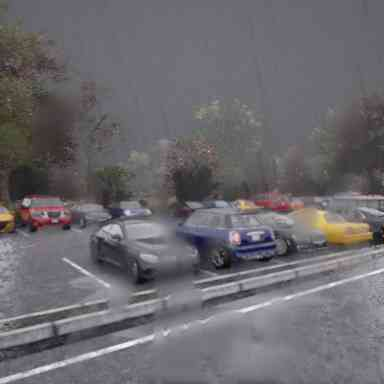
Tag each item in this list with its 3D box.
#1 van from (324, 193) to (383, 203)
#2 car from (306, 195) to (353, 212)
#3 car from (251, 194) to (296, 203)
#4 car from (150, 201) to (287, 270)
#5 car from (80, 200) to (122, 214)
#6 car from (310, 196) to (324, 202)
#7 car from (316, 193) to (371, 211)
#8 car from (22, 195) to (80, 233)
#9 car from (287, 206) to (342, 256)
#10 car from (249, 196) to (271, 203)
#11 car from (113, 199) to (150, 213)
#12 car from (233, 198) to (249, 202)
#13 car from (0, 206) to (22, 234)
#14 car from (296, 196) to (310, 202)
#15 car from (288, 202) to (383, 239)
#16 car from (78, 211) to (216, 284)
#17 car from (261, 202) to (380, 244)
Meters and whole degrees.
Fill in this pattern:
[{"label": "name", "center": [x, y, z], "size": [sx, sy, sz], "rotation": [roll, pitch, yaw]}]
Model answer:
[{"label": "van", "center": [9.811, 1.218, 17.927], "size": [1.878, 1.987, 4.442], "rotation": [0, 0, -35]}, {"label": "car", "center": [15.700, 1.241, 38.299], "size": [2.185, 1.767, 4.553], "rotation": [0, 0, -35]}, {"label": "car", "center": [6.609, 1.167, 31.862], "size": [2.435, 2.045, 5.566], "rotation": [0, 0, -35]}, {"label": "car", "center": [0.673, 1.367, 11.565], "size": [2.185, 1.767, 4.553], "rotation": [0, 0, -35]}, {"label": "car", "center": [-6.916, 1.493, 22.265], "size": [2.231, 1.521, 4.892], "rotation": [0, 0, -35]}, {"label": "car", "center": [13.427, 1.254, 36.690], "size": [2.185, 1.767, 4.553], "rotation": [0, 0, -35]}, {"label": "car", "center": [18.077, 1.102, 39.978], "size": [2.435, 2.045, 5.566], "rotation": [0, 0, -35]}, {"label": "car", "center": [-9.170, 1.251, 20.628], "size": [2.435, 2.045, 5.566], "rotation": [0, 0, -35]}, {"label": "car", "center": [2.925, 1.481, 13.205], "size": [2.231, 1.521, 4.892], "rotation": [0, 0, -35]}, {"label": "car", "center": [4.245, 1.428, 30.382], "size": [1.946, 1.575, 5.366], "rotation": [0, 0, -35]}, {"label": "car", "center": [-4.657, 1.355, 23.894], "size": [2.185, 1.767, 4.553], "rotation": [0, 0, -35]}, {"label": "car", "center": [2.179, 1.443, 28.699], "size": [2.097, 1.535, 5.008], "rotation": [0, 0, -35]}, {"label": "car", "center": [-11.463, 1.513, 19.045], "size": [2.097, 1.535, 5.008], "rotation": [0, 0, -35]}, {"label": "car", "center": [9.018, 1.279, 33.494], "size": [2.185, 1.767, 4.553], "rotation": [0, 0, -35]}, {"label": "car", "center": [7.475, 1.457, 16.409], "size": [2.231, 1.521, 4.892], "rotation": [0, 0, -35]}, {"label": "car", "center": [-1.618, 1.543, 9.986], "size": [2.002, 1.452, 4.674], "rotation": [0, 0, -35]}, {"label": "car", "center": [5.093, 1.465, 14.958], "size": [1.946, 1.575, 5.366], "rotation": [0, 0, -35]}]
